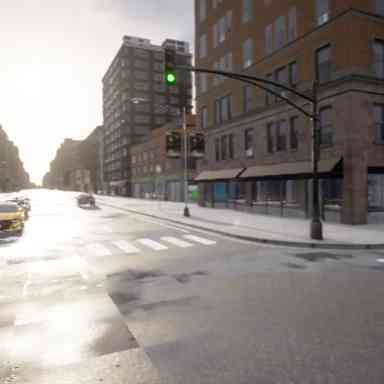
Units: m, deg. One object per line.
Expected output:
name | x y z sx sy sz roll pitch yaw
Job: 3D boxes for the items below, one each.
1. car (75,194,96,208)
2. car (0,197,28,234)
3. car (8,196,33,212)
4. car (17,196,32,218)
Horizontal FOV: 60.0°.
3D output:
car | -12.489 0.968 38.881 1.837 1.490 4.892 -1 1 -25
car | -9.990 1.300 17.652 1.882 1.535 5.008 -1 1 -25
car | -18.135 1.164 35.373 2.033 1.411 5.357 -1 1 -25
car | -13.755 1.293 25.775 1.994 1.385 4.181 -1 1 -25
